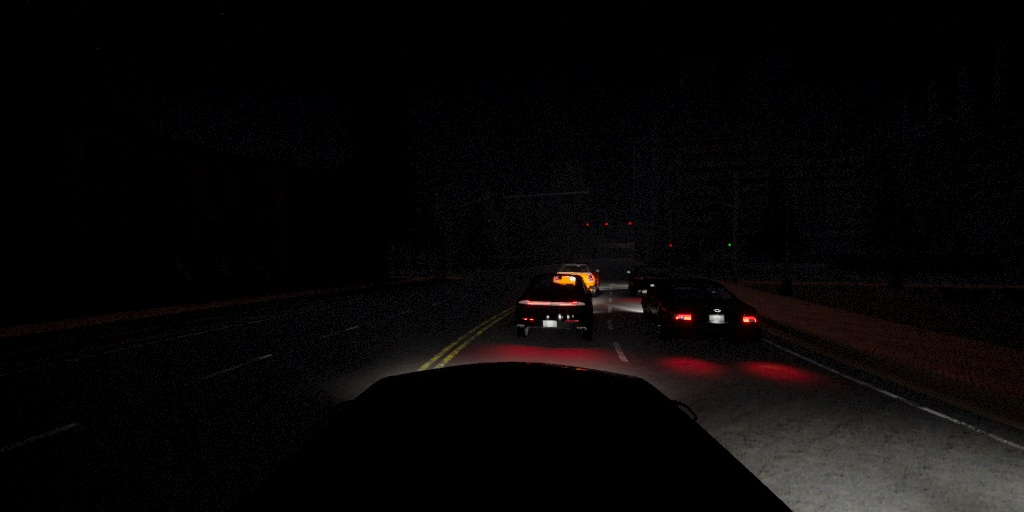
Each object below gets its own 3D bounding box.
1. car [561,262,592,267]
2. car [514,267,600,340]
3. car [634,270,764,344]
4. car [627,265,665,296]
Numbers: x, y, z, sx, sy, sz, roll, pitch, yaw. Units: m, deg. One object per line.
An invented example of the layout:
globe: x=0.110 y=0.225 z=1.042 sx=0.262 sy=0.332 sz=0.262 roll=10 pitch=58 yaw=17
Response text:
car: x=3.487 y=1.102 z=18.963 sx=2.097 sy=1.767 sz=4.553 roll=0 pitch=0 yaw=16
car: x=1.323 y=1.242 z=10.076 sx=2.128 sy=1.511 sz=4.902 roll=0 pitch=0 yaw=12
car: x=4.696 y=1.297 z=9.647 sx=2.033 sy=1.411 sz=5.357 roll=0 pitch=0 yaw=13
car: x=7.254 y=1.228 z=19.135 sx=1.882 sy=1.535 sz=5.008 roll=0 pitch=0 yaw=16
